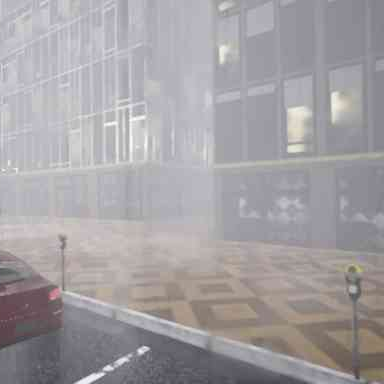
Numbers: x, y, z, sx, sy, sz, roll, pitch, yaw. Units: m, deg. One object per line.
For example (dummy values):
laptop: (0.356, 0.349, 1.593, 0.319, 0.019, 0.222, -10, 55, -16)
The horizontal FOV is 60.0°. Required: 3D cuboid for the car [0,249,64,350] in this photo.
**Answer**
car: (-3.797, 1.576, 5.460, 4.206, 1.307, 1.802, 0, -1, 36)
